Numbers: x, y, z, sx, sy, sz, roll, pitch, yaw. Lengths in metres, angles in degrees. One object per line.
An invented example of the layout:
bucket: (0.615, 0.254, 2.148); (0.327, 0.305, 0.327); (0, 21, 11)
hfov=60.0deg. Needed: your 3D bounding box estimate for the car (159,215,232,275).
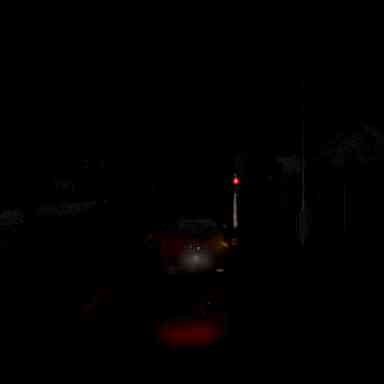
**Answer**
car: (0.093, 1.436, 10.342); (1.882, 1.535, 5.008); (0, 0, 0)
